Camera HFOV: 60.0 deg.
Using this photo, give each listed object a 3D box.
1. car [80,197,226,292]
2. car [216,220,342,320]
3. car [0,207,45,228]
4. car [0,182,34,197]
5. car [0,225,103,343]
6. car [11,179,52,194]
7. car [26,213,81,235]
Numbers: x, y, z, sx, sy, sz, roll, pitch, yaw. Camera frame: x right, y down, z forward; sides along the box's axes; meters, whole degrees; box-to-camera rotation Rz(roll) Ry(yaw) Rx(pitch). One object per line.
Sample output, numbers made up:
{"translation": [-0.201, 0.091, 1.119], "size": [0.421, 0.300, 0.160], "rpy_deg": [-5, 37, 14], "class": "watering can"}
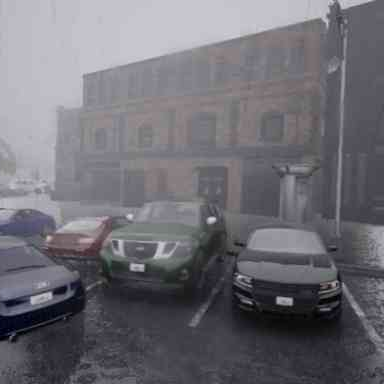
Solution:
{"translation": [-0.395, 1.181, 9.310], "size": [2.435, 2.045, 5.566], "rpy_deg": [1, 0, 14], "class": "car"}
{"translation": [2.087, 1.458, 7.613], "size": [2.097, 1.535, 5.008], "rpy_deg": [1, 0, 15], "class": "car"}
{"translation": [-7.891, 1.397, 14.433], "size": [2.002, 1.452, 4.674], "rpy_deg": [1, 0, 13], "class": "car"}
{"translation": [-23.779, -0.157, 43.369], "size": [4.674, 1.452, 2.002], "rpy_deg": [1, 6, 7], "class": "car"}
{"translation": [-3.850, 1.510, 6.012], "size": [4.181, 1.385, 1.994], "rpy_deg": [1, 0, 35], "class": "car"}
{"translation": [-22.395, -0.738, 46.020], "size": [5.566, 2.045, 2.435], "rpy_deg": [1, 6, 7], "class": "car"}
{"translation": [-2.891, 1.447, 11.049], "size": [2.002, 1.452, 4.674], "rpy_deg": [0, 0, 14], "class": "car"}
